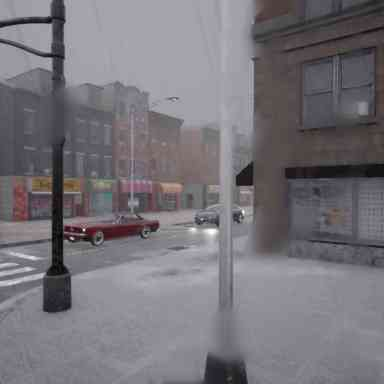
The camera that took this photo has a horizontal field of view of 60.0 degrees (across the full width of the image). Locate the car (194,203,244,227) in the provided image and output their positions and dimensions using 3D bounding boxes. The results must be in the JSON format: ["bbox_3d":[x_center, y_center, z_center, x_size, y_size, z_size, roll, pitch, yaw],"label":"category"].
[{"bbox_3d":[2.049,1.568,23.833,1.837,1.490,4.892,0,0,35],"label":"car"}]

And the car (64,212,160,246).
[{"bbox_3d":[-3.739,1.633,15.695,1.895,1.301,4.718,0,0,35],"label":"car"}]
